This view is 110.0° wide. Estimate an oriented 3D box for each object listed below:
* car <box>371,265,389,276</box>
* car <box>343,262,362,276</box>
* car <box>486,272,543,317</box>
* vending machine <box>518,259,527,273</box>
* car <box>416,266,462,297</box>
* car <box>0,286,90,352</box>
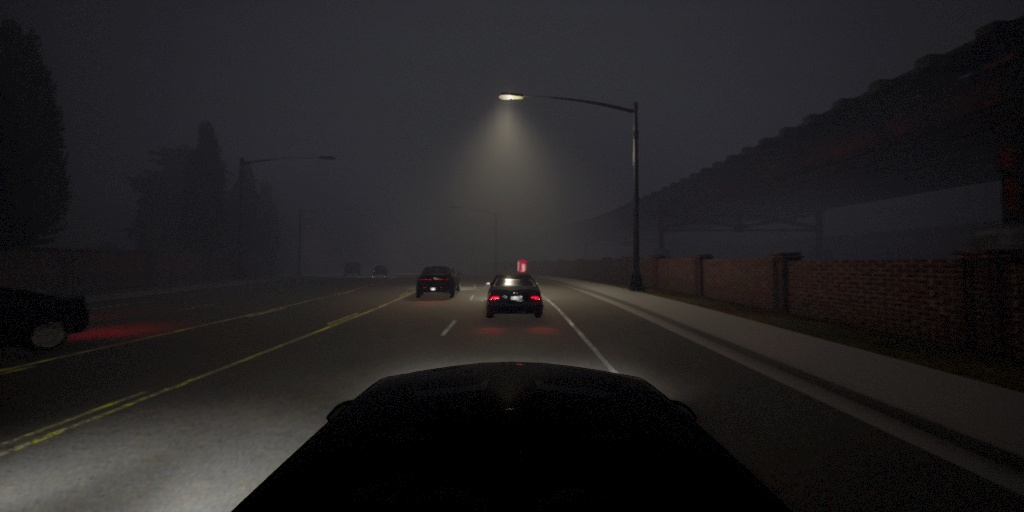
[{"bbox_3d":[-17.775,1.989,48.399,1.837,1.490,4.892,1,-3,-21],"label":"car"},{"bbox_3d":[-22.433,1.833,50.542,2.150,2.045,5.566,1,-3,-23],"label":"car"},{"bbox_3d":[0.025,1.305,13.141,2.033,1.411,5.357,0,0,-2],"label":"car"},{"bbox_3d":[1.247,1.402,43.970,1.100,2.100,0.880,0,0,-16],"label":"vending machine"},{"bbox_3d":[-3.799,1.267,18.905,1.837,1.490,4.892,0,0,-4],"label":"car"},{"bbox_3d":[-10.633,1.231,6.075,1.882,1.535,5.008,0,0,0],"label":"car"}]
